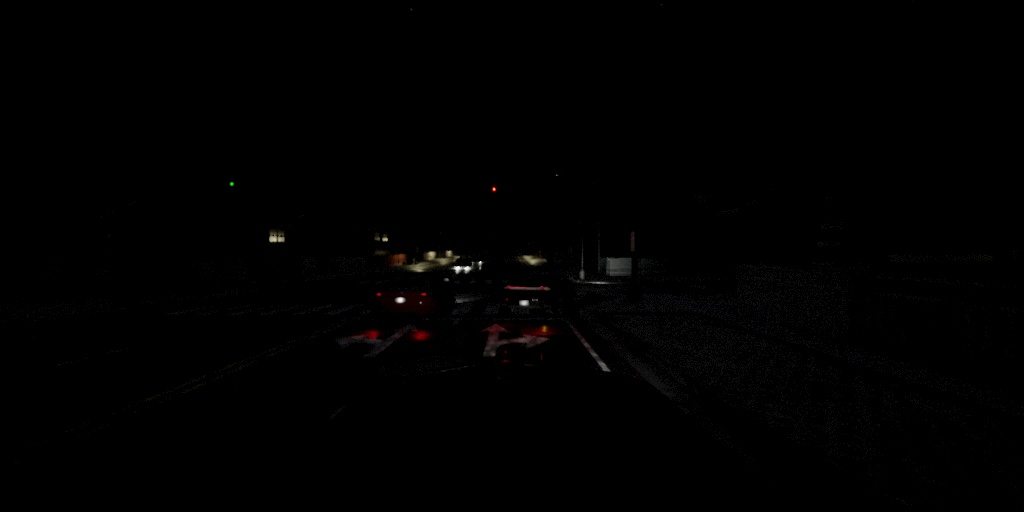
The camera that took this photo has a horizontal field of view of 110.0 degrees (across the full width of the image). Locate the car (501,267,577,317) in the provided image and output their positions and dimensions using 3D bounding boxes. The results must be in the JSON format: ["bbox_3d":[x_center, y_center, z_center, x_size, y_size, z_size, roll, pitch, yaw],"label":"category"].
[{"bbox_3d":[1.102,1.139,12.829,2.128,1.511,4.902,0,1,18],"label":"car"}]

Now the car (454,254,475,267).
[{"bbox_3d":[-6.563,0.746,48.472,1.994,1.385,4.181,0,1,0],"label":"car"}]

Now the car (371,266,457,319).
[{"bbox_3d":[-3.193,1.226,12.317,1.994,1.385,4.181,0,0,1],"label":"car"}]
